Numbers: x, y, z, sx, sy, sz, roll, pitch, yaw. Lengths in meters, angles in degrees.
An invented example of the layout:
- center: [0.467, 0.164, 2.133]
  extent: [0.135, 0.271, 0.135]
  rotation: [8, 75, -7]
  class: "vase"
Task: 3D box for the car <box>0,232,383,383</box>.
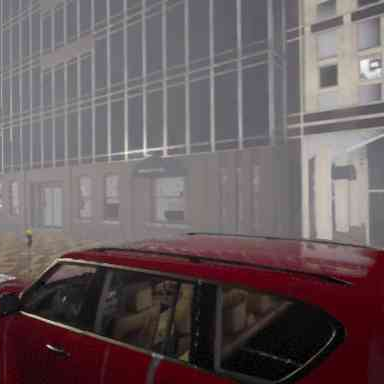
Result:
- center: [-0.335, 1.336, 3.119]
  extent: [5.009, 1.841, 2.192]
  rotation: [-1, -1, 36]
  class: "car"
